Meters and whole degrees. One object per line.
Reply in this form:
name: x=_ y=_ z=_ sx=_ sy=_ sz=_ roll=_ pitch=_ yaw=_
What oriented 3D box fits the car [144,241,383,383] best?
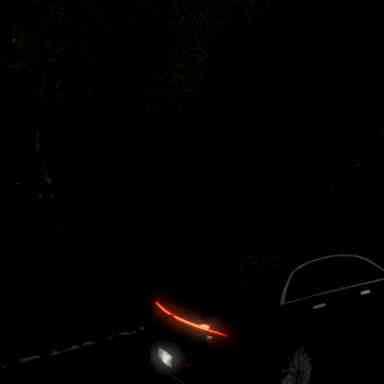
car: x=1.685 y=1.501 z=4.957 sx=4.892 sy=1.490 sz=1.837 roll=0 pitch=0 yaw=-35
